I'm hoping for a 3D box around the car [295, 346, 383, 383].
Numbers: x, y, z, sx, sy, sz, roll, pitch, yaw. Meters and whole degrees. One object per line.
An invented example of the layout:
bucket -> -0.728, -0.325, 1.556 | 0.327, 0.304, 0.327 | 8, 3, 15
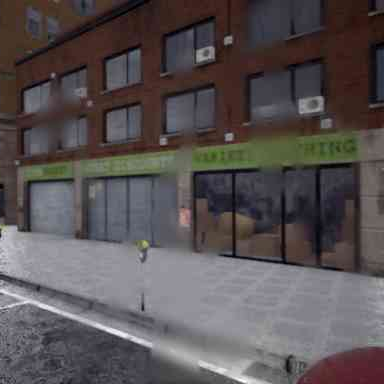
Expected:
car -> 2.761, 1.520, 1.393 | 4.674, 1.442, 1.812 | -1, -1, 37
